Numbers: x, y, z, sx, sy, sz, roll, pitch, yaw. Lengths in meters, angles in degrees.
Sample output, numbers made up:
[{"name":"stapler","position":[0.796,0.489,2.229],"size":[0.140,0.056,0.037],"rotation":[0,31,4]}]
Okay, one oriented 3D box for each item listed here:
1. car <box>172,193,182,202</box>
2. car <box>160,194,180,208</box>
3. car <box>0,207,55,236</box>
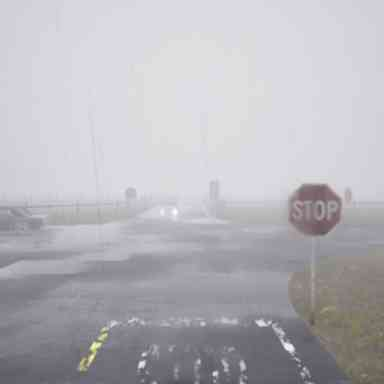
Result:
[{"name":"car","position":[-2.738,0.895,57.263],"size":[1.882,1.535,5.008],"rotation":[0,1,0]},{"name":"car","position":[-2.741,1.225,40.005],"size":[1.895,1.301,4.718],"rotation":[0,1,0]},{"name":"car","position":[-9.565,1.428,16.597],"size":[4.718,1.301,1.895],"rotation":[0,1,-7]}]
